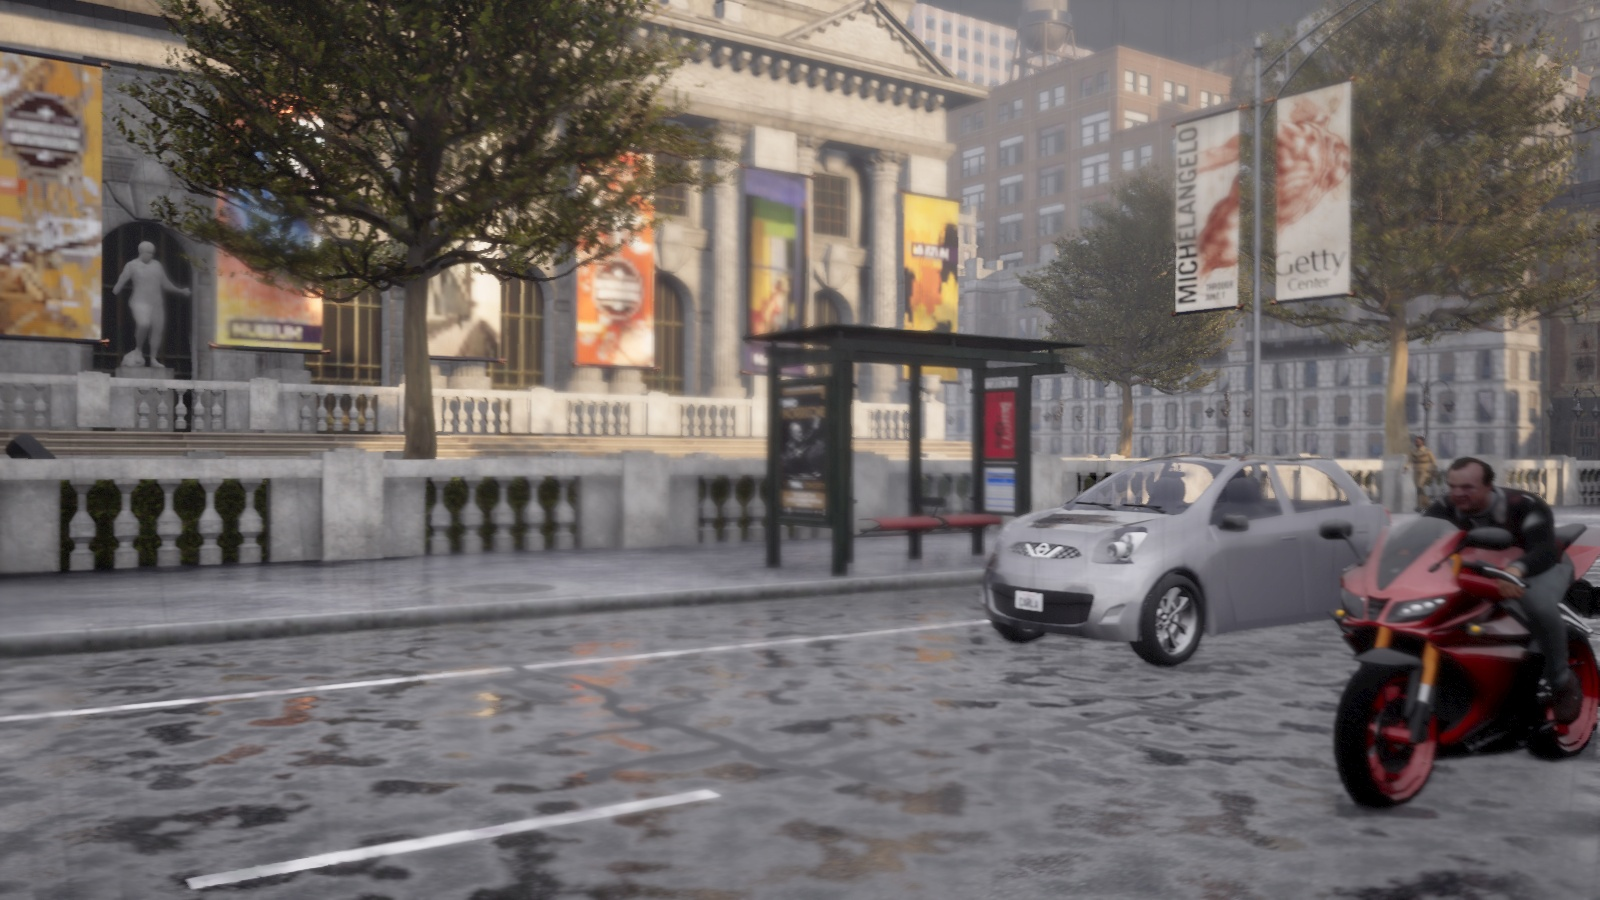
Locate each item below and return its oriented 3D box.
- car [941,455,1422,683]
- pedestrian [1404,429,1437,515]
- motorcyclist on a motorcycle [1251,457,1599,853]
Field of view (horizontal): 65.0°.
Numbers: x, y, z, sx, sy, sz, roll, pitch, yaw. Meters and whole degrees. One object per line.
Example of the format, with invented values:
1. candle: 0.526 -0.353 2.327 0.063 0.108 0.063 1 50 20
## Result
1. car: 3.118 0.793 10.093 3.633 1.501 1.845 0 0 -35
2. pedestrian: 14.185 0.499 28.703 0.692 1.930 0.396 0 0 -35
3. motorcyclist on a motorcycle: 3.148 0.799 5.848 2.191 1.530 0.866 0 0 -35
